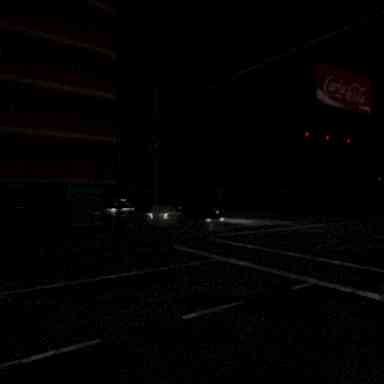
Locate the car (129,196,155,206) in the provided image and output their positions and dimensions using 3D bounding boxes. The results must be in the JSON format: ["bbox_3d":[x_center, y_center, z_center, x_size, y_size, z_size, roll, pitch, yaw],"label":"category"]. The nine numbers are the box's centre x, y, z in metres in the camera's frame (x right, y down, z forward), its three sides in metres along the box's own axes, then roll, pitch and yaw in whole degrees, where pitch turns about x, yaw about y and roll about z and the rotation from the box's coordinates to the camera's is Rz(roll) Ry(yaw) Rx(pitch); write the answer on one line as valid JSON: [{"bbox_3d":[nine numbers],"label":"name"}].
[{"bbox_3d":[-8.274,1.416,54.646,2.128,1.511,4.902,0,0,-36],"label":"car"}]

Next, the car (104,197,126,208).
[{"bbox_3d":[-10.852,1.451,45.940,1.837,1.490,4.892,0,0,-36],"label":"car"}]

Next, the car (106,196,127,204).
[{"bbox_3d":[-14.348,1.526,63.064,1.895,1.301,4.718,0,0,-38],"label":"car"}]

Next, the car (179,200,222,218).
[{"bbox_3d":[0.693,1.438,29.912,2.128,1.511,4.902,0,0,-36],"label":"car"}]

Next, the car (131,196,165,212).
[{"bbox_3d":[-4.846,1.424,37.593,1.882,1.535,5.008,0,0,-36],"label":"car"}]
